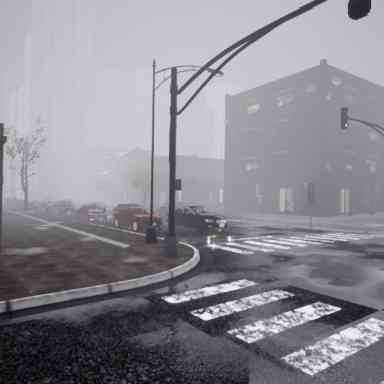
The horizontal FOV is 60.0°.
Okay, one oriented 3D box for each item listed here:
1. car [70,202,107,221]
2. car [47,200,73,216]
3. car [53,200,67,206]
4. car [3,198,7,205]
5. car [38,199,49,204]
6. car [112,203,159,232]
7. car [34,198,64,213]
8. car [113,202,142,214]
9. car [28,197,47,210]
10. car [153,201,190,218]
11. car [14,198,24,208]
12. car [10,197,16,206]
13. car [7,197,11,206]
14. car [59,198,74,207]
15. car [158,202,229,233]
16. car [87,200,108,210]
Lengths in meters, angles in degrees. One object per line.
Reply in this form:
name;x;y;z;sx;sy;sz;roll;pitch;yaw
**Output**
car;-8.584;1.730;28.207;1.802;1.307;4.206;1;-1;-35
car;-13.741;1.792;35.585;1.947;1.339;4.313;1;-1;-35
car;-28.403;2.307;71.405;1.802;1.307;4.206;1;-1;-35
car;-38.441;1.931;71.144;2.192;1.841;5.009;1;-1;-35
car;-38.012;2.404;85.149;1.752;1.417;4.829;1;-1;-35
car;-3.426;1.615;20.831;1.887;1.381;4.507;1;-1;-35
car;-18.041;1.843;41.785;2.008;1.369;4.403;1;-1;-35
car;-8.338;1.966;42.921;2.008;1.369;4.403;1;-1;-35
car;-22.718;1.892;48.546;1.752;1.417;4.829;1;-1;-35
car;-2.134;1.761;34.060;1.967;1.590;4.097;1;-1;-35
car;-29.113;2.013;57.785;1.887;1.381;4.507;1;-1;-35
car;-32.101;2.082;62.072;1.947;1.339;4.313;1;-1;-35
car;-35.272;2.132;66.606;1.947;1.339;4.313;1;-1;-35
car;-25.233;2.115;66.872;1.967;1.590;4.097;1;-1;-35
car;0.247;1.593;20.335;2.128;1.511;4.902;1;-1;-35
car;-14.820;2.039;52.098;1.752;1.417;4.829;1;-1;-35
